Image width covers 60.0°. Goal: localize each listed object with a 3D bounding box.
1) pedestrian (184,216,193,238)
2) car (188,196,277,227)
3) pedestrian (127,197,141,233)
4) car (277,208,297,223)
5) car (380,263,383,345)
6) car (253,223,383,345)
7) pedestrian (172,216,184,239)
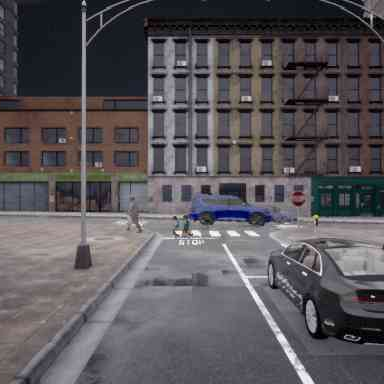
[{"bbox_3d":[-0.277,1.676,16.264,0.500,1.100,0.500,0,0,0],"label":"pedestrian"},{"bbox_3d":[2.507,1.290,22.518,5.566,2.045,2.150,1,-1,0],"label":"car"},{"bbox_3d":[-2.954,1.143,16.871,0.375,1.860,0.375,0,0,0],"label":"pedestrian"},{"bbox_3d":[5.207,1.703,25.453,5.357,1.411,2.033,1,0,0],"label":"car"},{"bbox_3d":[2.644,1.440,0.845,1.967,1.590,4.097,0,0,0],"label":"car"},{"bbox_3d":[2.638,1.552,6.349,2.008,1.369,4.403,0,0,0],"label":"car"},{"bbox_3d":[-0.748,1.676,15.670,0.500,1.100,0.500,0,0,0],"label":"pedestrian"}]
